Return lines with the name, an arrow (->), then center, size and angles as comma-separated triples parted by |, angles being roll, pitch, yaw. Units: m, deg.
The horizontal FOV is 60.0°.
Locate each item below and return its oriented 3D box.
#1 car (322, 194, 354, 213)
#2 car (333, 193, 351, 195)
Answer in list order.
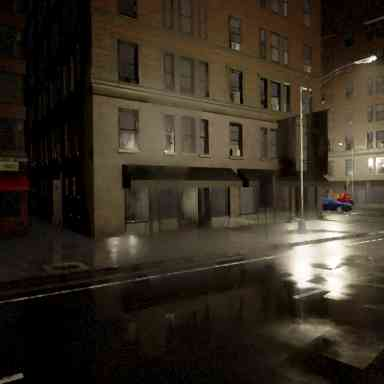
car -> 14.423, 1.345, 35.275 | 1.882, 1.535, 5.008 | -1, 1, -44
car -> 17.137, 1.085, 40.796 | 2.192, 1.841, 5.009 | 0, 1, -44
